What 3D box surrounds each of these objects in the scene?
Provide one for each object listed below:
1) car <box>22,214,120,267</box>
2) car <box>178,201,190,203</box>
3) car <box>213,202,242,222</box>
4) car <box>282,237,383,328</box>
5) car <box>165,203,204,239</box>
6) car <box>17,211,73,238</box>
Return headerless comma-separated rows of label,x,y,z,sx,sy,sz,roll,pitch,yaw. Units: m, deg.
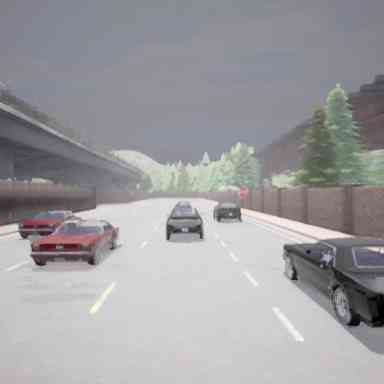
car,-3.906,1.671,11.875,1.895,1.301,4.718,0,0,-2
car,-0.903,1.674,35.577,2.033,1.411,5.357,0,0,-2
car,2.845,1.549,27.476,1.882,1.535,5.008,0,0,-2
car,3.397,1.599,6.974,1.895,1.301,4.718,0,0,-1
car,-0.388,1.555,17.787,2.128,1.511,4.902,0,0,-2
car,-7.590,1.720,18.215,1.895,1.301,4.718,0,0,-2
